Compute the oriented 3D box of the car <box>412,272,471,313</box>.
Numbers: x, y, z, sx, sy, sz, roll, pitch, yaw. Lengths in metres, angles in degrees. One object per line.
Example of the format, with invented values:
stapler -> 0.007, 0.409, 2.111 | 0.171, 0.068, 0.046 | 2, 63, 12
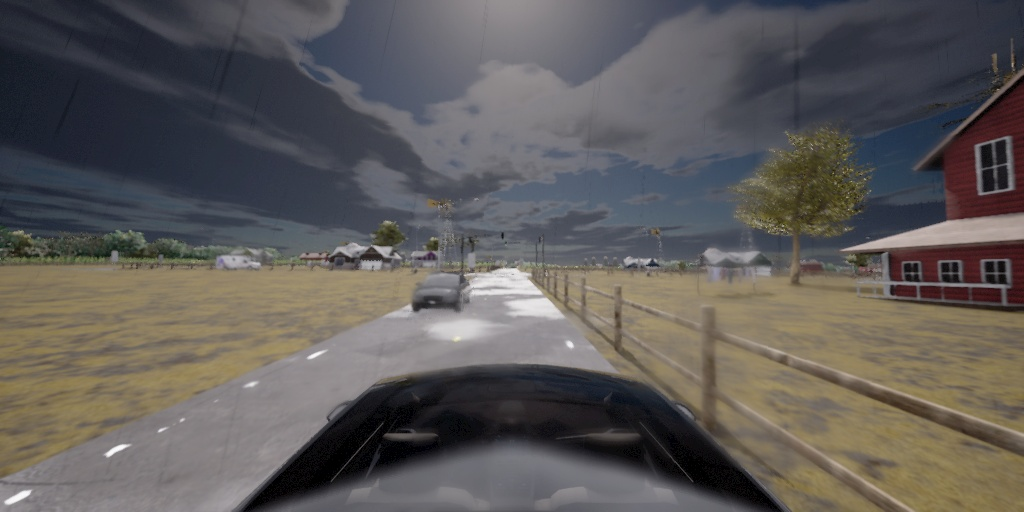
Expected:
car -> -2.840, 1.454, 15.286 | 1.837, 1.490, 4.892 | 0, -1, 0
